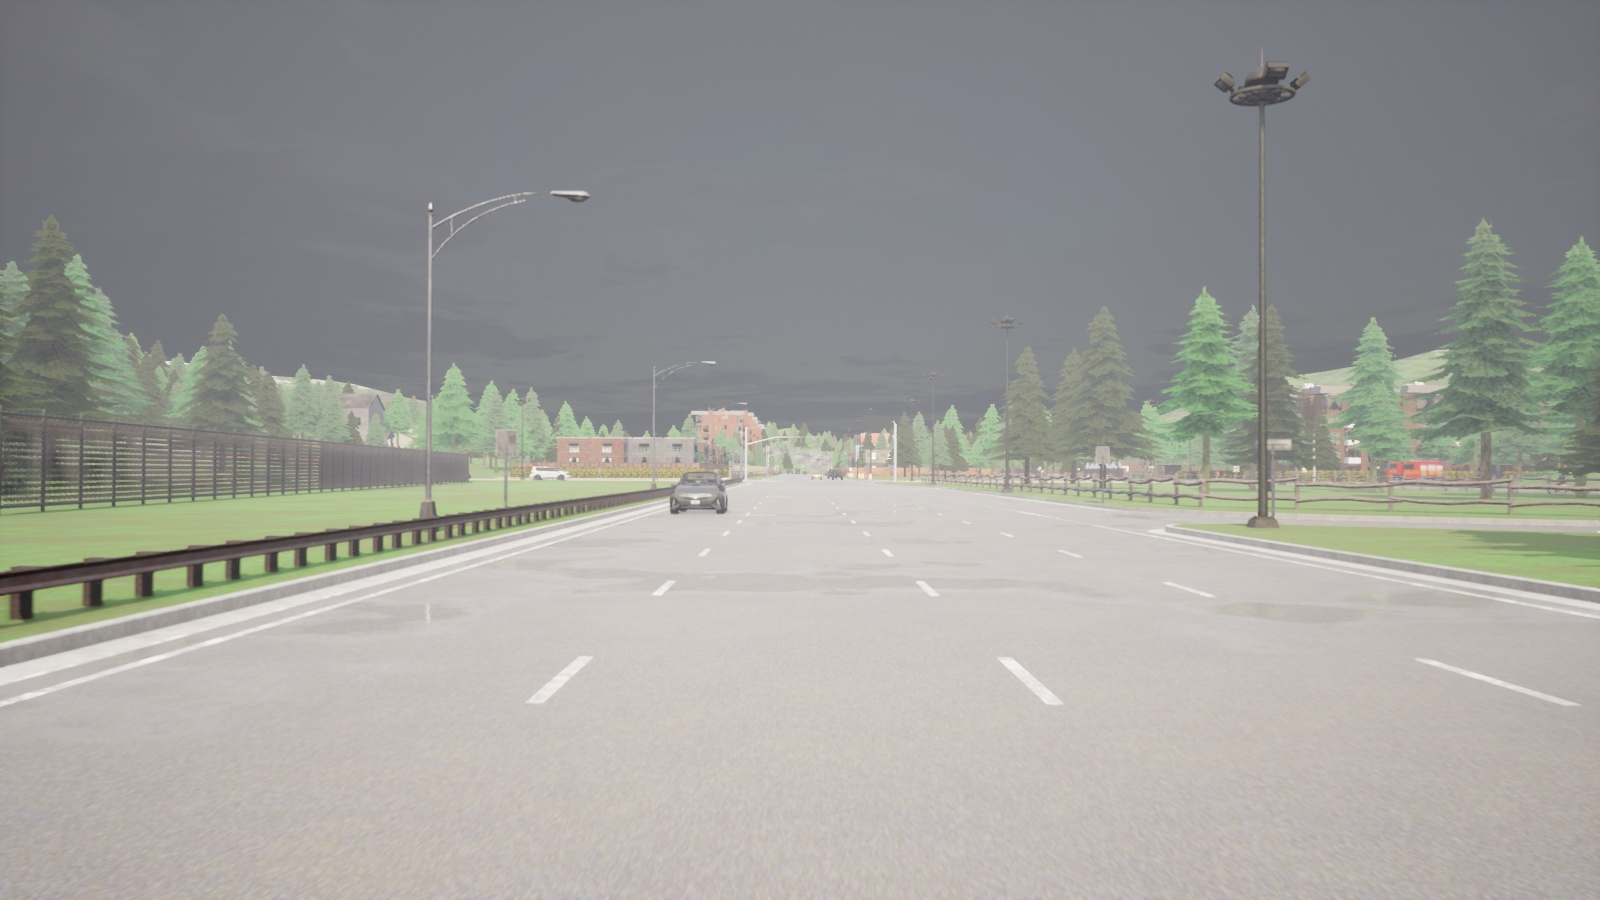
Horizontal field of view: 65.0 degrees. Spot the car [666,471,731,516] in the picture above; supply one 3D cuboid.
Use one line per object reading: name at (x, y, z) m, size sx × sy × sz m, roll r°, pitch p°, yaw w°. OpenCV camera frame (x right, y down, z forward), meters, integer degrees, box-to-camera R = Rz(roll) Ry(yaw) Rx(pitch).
car at (-3.610, 1.538, 45.531) m, size 2.007 × 1.525 × 4.514 m, roll 0°, pitch -1°, yaw 0°
